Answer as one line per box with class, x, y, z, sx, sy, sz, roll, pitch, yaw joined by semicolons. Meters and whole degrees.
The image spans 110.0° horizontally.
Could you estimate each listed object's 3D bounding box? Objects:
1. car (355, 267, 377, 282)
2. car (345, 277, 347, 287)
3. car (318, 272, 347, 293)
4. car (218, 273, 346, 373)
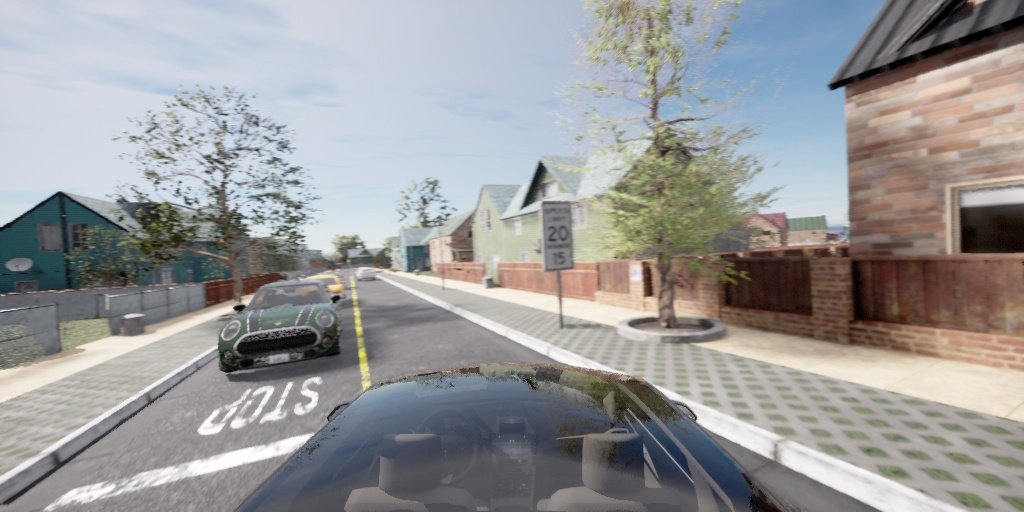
car;-16.888;2.110;41.563;1.812;1.442;4.674;-4;1;-24
car;-9.677;1.750;18.404;1.882;1.535;5.008;-4;0;-24
car;-14.622;2.123;29.415;1.895;1.301;4.718;-4;0;-24
car;-5.392;1.408;8.864;2.097;1.767;4.553;-4;0;-24
